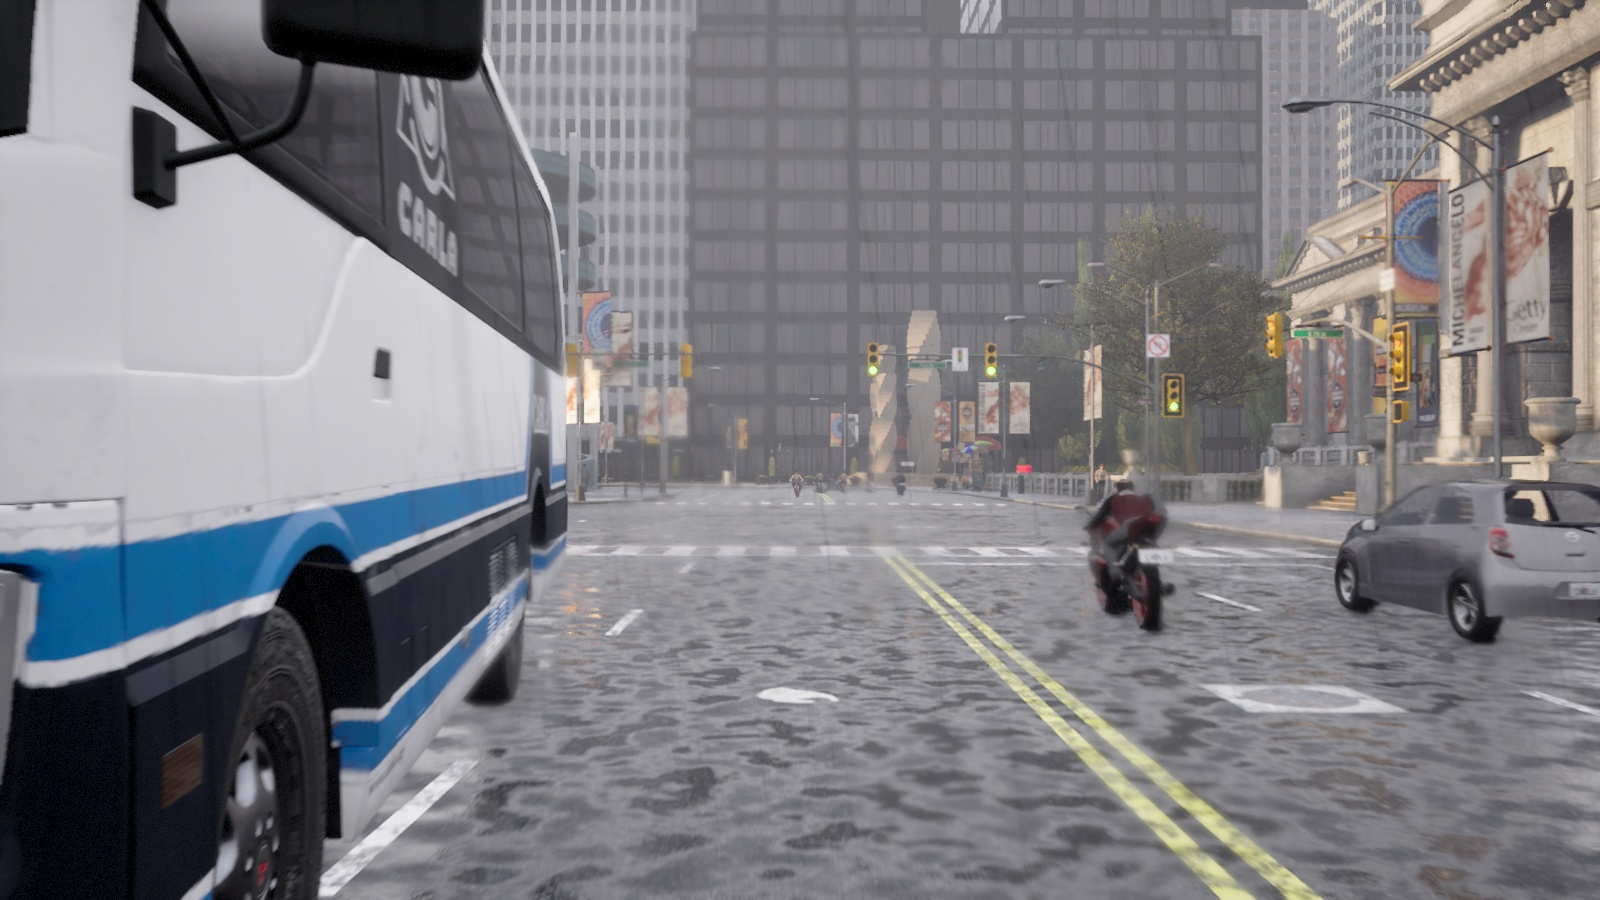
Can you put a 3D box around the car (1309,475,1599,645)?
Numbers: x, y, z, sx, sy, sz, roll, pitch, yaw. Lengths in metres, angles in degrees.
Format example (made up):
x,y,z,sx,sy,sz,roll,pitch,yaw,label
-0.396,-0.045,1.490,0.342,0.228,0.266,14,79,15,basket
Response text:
x,y,z,sx,sy,sz,roll,pitch,yaw,label
6.969,1.020,13.068,1.845,1.501,3.633,0,-1,0,car

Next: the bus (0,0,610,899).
x,y,z,sx,sy,sz,roll,pitch,yaw,label
-3.095,-0.452,5.855,3.944,4.253,10.273,1,0,-6,bus

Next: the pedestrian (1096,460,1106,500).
x,y,z,sx,sy,sz,roll,pitch,yaw,label
14.059,1.397,58.631,0.345,1.836,0.594,0,-1,0,pedestrian

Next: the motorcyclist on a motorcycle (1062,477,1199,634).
x,y,z,sx,sy,sz,roll,pitch,yaw,label
3.467,1.060,13.399,0.866,1.530,2.191,0,-1,0,motorcyclist on a motorcycle

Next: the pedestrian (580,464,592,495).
x,y,z,sx,sy,sz,roll,pitch,yaw,label
-13.748,1.875,80.548,0.659,1.952,0.873,0,-1,-3,pedestrian
